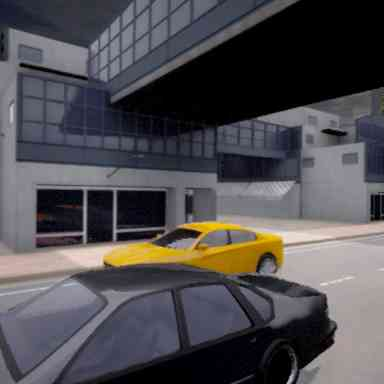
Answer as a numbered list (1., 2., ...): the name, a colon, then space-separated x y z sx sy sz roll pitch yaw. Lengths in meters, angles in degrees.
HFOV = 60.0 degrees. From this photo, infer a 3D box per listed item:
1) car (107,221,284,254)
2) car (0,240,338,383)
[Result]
1. car: 0.240 1.544 8.481 5.008 1.535 1.882 1 0 -36
2. car: -0.626 1.567 3.544 5.357 1.411 2.033 1 -1 -36
